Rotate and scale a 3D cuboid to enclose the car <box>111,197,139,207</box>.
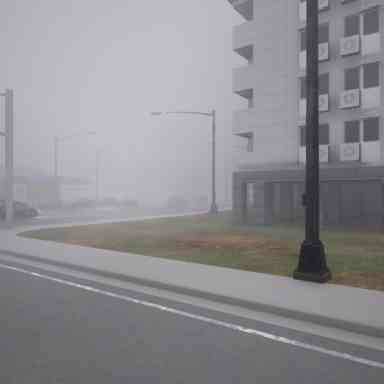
[{"bbox_3d":[-9.911,1.601,50.860,1.895,1.301,4.718,0,0,16],"label":"car"}]

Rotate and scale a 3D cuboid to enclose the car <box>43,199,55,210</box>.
[{"bbox_3d":[-17.560,1.564,42.491,1.994,1.385,4.181,0,0,31],"label":"car"}]

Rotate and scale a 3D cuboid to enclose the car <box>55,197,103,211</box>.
[{"bbox_3d":[-14.045,1.491,41.572,2.128,1.511,4.902,0,0,30],"label":"car"}]

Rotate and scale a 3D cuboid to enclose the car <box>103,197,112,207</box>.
[{"bbox_3d":[-13.337,1.478,51.662,1.882,1.535,5.008,0,0,16],"label":"car"}]

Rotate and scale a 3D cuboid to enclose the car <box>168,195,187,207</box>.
[{"bbox_3d":[-2.188,1.352,52.250,2.097,1.767,4.553,0,0,14],"label":"car"}]

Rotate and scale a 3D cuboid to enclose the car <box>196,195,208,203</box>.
[{"bbox_3d":[2.049,1.353,69.977,2.097,1.767,4.553,0,0,-8],"label":"car"}]

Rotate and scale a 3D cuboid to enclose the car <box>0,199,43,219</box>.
[{"bbox_3d":[-15.032,1.564,27.421,1.994,1.385,4.181,0,0,37],"label":"car"}]
